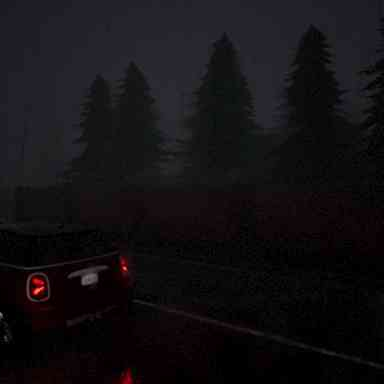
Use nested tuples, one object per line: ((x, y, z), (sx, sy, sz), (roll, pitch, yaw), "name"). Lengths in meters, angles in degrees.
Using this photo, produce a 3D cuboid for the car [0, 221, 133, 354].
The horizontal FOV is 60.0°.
((-3.304, 1.346, 6.346), (4.553, 1.767, 2.097), (0, 0, 35), "car")
